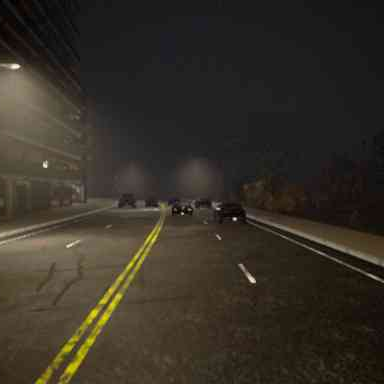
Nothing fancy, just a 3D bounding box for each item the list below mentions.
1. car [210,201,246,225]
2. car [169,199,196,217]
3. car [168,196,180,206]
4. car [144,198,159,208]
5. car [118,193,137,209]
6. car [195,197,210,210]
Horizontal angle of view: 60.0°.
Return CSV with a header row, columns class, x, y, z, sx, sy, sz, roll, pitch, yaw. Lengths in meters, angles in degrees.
class,x,y,z,sx,sy,sz,roll,pitch,yaw
car,2.667,1.477,24.108,1.837,1.490,4.892,0,0,-3
car,-0.977,1.564,30.956,1.895,1.301,4.718,0,0,-4
car,-2.765,1.409,51.516,1.882,1.535,5.008,0,-1,-6
car,-5.570,1.490,46.294,2.033,1.411,5.357,0,0,-6
car,-8.794,1.155,45.847,2.150,2.045,5.566,0,0,-5
car,1.382,1.434,42.481,2.128,1.511,4.902,0,0,-5
